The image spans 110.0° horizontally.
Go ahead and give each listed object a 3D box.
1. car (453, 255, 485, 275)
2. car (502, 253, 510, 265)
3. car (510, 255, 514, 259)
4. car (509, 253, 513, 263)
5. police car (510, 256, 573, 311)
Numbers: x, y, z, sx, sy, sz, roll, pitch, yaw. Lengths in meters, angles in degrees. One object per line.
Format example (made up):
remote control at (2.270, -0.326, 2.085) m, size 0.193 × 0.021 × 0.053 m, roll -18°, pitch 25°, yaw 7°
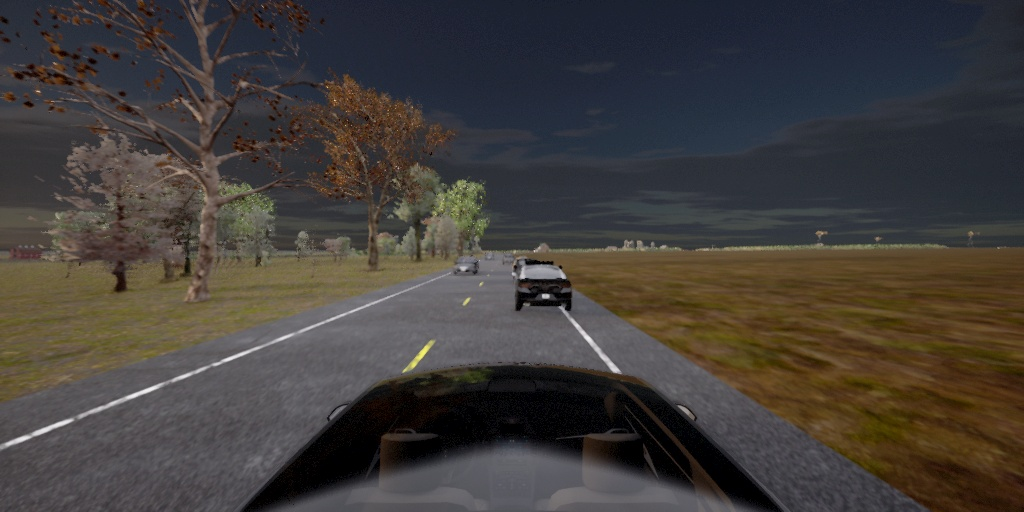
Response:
car at (-3.754, 0.778, 30.108) m, size 2.128 × 1.511 × 4.902 m, roll 0°, pitch 1°, yaw 0°
car at (-0.454, 0.440, 51.587) m, size 2.128 × 1.511 × 4.902 m, roll 0°, pitch 1°, yaw -1°
car at (0.950, 0.898, 23.446) m, size 1.837 × 1.490 × 4.892 m, roll 0°, pitch 1°, yaw 0°
car at (0.892, 0.749, 29.641) m, size 1.801 × 1.575 × 5.366 m, roll 0°, pitch 1°, yaw -1°
police car at (1.018, 0.979, 13.546) m, size 1.930 × 1.638 × 5.238 m, roll 0°, pitch 1°, yaw 0°
